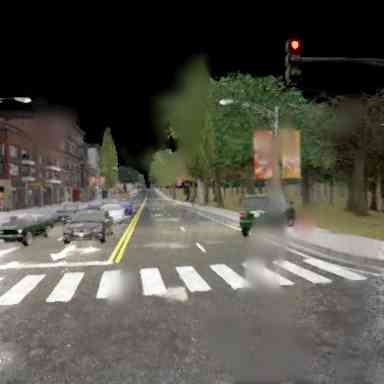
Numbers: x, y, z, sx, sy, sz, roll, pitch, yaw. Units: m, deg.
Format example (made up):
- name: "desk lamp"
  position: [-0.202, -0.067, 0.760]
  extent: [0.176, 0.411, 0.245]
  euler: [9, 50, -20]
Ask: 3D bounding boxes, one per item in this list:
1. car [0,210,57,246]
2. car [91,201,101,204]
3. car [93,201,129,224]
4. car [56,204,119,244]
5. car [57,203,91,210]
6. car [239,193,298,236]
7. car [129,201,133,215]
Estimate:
- name: "car"
  position: [-8.208, 1.741, 15.992]
  extent: [1.895, 1.301, 4.718]
  euler: [-1, 0, -8]
- name: "car"
  position: [-11.174, 1.826, 39.153]
  extent: [1.812, 1.442, 4.674]
  euler: [-1, 0, -7]
- name: "car"
  position: [-6.232, 1.682, 26.031]
  extent: [1.812, 1.442, 4.674]
  euler: [-1, 0, -7]
- name: "car"
  position: [-5.005, 1.603, 16.622]
  extent: [1.837, 1.490, 4.892]
  euler: [-1, 0, -7]
- name: "car"
  position: [-9.488, 1.765, 25.895]
  extent: [1.994, 1.385, 4.181]
  euler: [-1, 0, -7]
- name: "car"
  position: [4.157, 1.087, 17.927]
  extent: [2.150, 2.045, 5.566]
  euler: [-3, 1, 25]
- name: "car"
  position: [-7.706, 1.719, 37.528]
  extent: [1.882, 1.535, 5.008]
  euler: [-1, 0, -7]
